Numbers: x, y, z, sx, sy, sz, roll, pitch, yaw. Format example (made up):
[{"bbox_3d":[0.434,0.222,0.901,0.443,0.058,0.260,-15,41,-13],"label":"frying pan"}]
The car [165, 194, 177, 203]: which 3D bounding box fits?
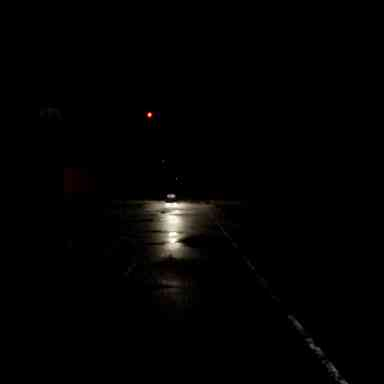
[{"bbox_3d":[-3.497,1.128,56.786,2.128,1.511,4.902,0,1,0],"label":"car"}]
